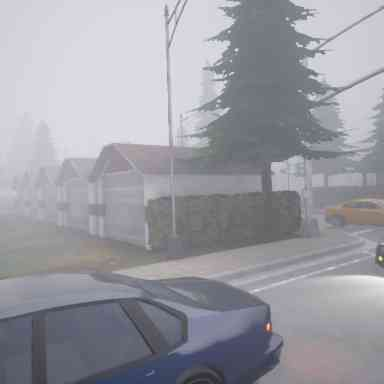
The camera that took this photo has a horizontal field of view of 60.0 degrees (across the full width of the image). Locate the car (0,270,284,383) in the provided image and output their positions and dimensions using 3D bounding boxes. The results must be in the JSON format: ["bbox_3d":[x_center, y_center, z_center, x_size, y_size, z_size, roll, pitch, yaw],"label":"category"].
[{"bbox_3d":[-1.578,1.536,2.844,5.357,1.411,2.033,-2,1,-34],"label":"car"}]

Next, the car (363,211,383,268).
[{"bbox_3d":[6.486,1.218,8.531,4.181,1.385,1.994,-1,0,-37],"label":"car"}]

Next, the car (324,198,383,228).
[{"bbox_3d":[9.382,1.083,17.194,1.882,1.535,5.008,-3,0,-35],"label":"car"}]
